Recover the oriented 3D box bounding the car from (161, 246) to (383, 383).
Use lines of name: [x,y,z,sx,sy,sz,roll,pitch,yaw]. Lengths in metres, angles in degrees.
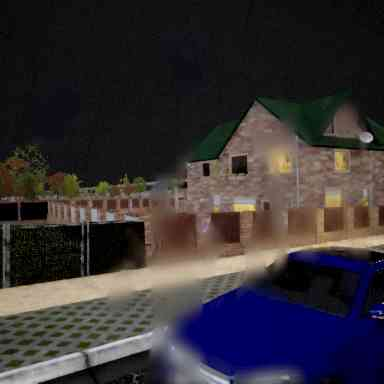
car: [1.841,1.523,4.381,4.674,1.442,1.812,0,0,-35]
